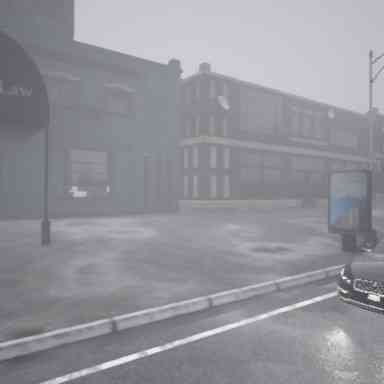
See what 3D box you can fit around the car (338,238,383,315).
[{"bbox_3d":[5.007,1.508,6.951,4.892,1.490,1.837,0,0,-35],"label":"car"}]
